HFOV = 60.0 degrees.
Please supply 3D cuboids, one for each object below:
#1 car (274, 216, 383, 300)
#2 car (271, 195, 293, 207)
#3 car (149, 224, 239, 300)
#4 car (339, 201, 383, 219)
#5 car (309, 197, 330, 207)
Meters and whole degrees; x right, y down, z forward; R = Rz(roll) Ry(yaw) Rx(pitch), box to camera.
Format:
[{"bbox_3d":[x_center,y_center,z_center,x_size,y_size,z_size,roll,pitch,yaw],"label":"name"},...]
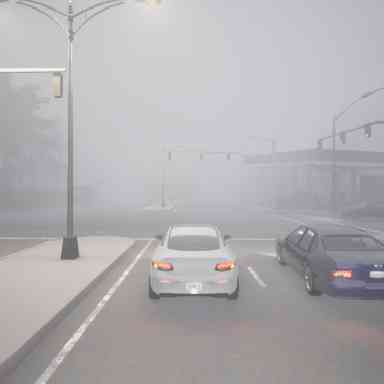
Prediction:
[{"bbox_3d":[3.511,1.545,8.567,2.033,1.411,5.357,0,0,3],"label":"car"},{"bbox_3d":[12.891,1.261,47.890,2.242,1.667,4.611,0,0,0],"label":"car"},{"bbox_3d":[0.032,1.516,8.260,1.812,1.442,4.674,0,0,0],"label":"car"},{"bbox_3d":[14.749,1.523,27.755,4.674,1.442,1.812,0,0,-1],"label":"car"},{"bbox_3d":[18.630,1.433,48.691,1.970,1.475,3.806,0,0,0],"label":"car"}]
